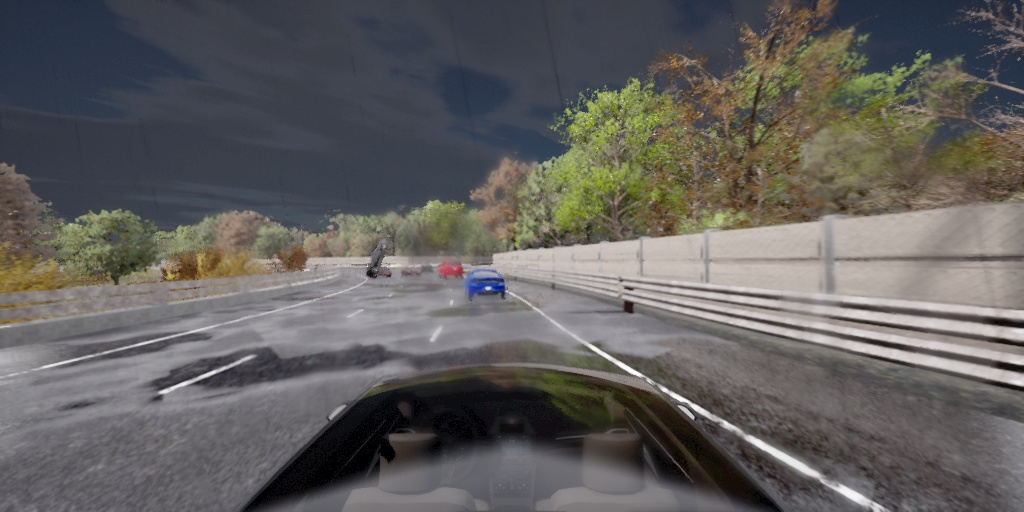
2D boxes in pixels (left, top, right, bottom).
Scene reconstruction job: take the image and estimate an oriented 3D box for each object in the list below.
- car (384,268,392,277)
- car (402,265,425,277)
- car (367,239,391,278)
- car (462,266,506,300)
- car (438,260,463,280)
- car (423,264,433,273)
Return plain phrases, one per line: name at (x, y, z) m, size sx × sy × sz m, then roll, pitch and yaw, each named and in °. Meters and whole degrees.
car at (-16.383, 1.999, 45.080) m, size 1.994 × 1.385 × 4.181 m, roll 1°, pitch 0°, yaw -28°
car at (-12.856, 2.001, 45.669) m, size 1.895 × 1.301 × 4.718 m, roll 0°, pitch -1°, yaw -25°
car at (-15.724, 0.218, 42.090) m, size 1.511 × 4.902 × 2.128 m, roll 19°, pitch -3°, yaw -7°
car at (-1.568, 1.463, 19.708) m, size 1.882 × 1.535 × 5.008 m, roll -1°, pitch -1°, yaw -10°
car at (-6.796, 1.513, 39.879) m, size 2.150 × 2.045 × 5.566 m, roll 0°, pitch -1°, yaw -19°
car at (-14.537, 2.090, 61.033) m, size 1.882 × 1.535 × 5.008 m, roll 0°, pitch -1°, yaw -17°
